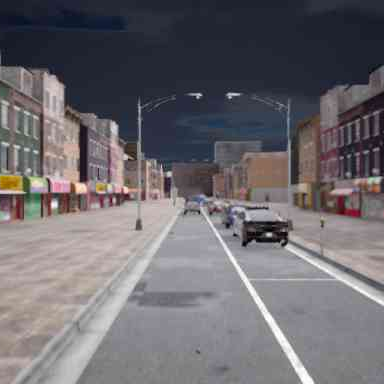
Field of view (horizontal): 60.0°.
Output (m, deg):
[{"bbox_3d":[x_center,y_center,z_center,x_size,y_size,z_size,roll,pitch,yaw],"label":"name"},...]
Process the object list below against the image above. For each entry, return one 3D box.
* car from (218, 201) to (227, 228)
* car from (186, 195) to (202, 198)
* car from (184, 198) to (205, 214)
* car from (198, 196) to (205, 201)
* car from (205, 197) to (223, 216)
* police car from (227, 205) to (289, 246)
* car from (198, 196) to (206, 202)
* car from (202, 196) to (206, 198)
[{"bbox_3d":[3.031,1.590,22.465,1.812,1.442,4.674,0,0,0],"label":"car"},{"bbox_3d":[0.030,1.376,48.337,2.150,2.045,5.566,0,0,0],"label":"car"},{"bbox_3d":[0.042,1.654,36.149,2.033,1.411,5.357,0,0,0],"label":"car"},{"bbox_3d":[2.666,1.841,94.762,1.967,1.590,4.097,0,0,0],"label":"car"},{"bbox_3d":[2.648,1.540,34.092,1.967,1.590,4.097,0,0,0],"label":"car"},{"bbox_3d":[3.014,1.467,15.576,1.930,1.638,5.238,0,0,0],"label":"police car"},{"bbox_3d":[2.664,1.809,89.287,1.967,1.590,4.097,0,0,0],"label":"car"},{"bbox_3d":[2.654,1.744,56.809,2.008,1.369,4.403,0,0,0],"label":"car"}]
